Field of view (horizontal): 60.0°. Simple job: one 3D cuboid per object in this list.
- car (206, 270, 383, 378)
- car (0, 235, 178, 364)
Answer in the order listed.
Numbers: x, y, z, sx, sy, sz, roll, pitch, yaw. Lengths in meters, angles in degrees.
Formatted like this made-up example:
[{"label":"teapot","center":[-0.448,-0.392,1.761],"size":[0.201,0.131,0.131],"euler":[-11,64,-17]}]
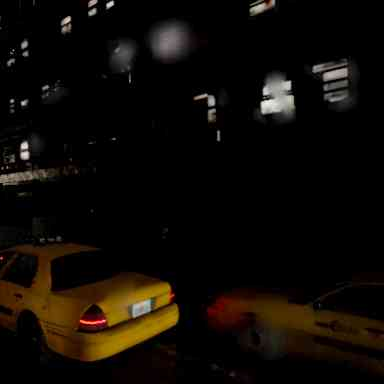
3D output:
[{"label":"car","center":[2.461,1.604,4.309],"size":[4.829,1.417,1.752],"euler":[-1,-3,37]},{"label":"car","center":[-2.727,1.555,5.984],"size":[5.366,1.575,1.801],"euler":[-1,-1,37]}]
